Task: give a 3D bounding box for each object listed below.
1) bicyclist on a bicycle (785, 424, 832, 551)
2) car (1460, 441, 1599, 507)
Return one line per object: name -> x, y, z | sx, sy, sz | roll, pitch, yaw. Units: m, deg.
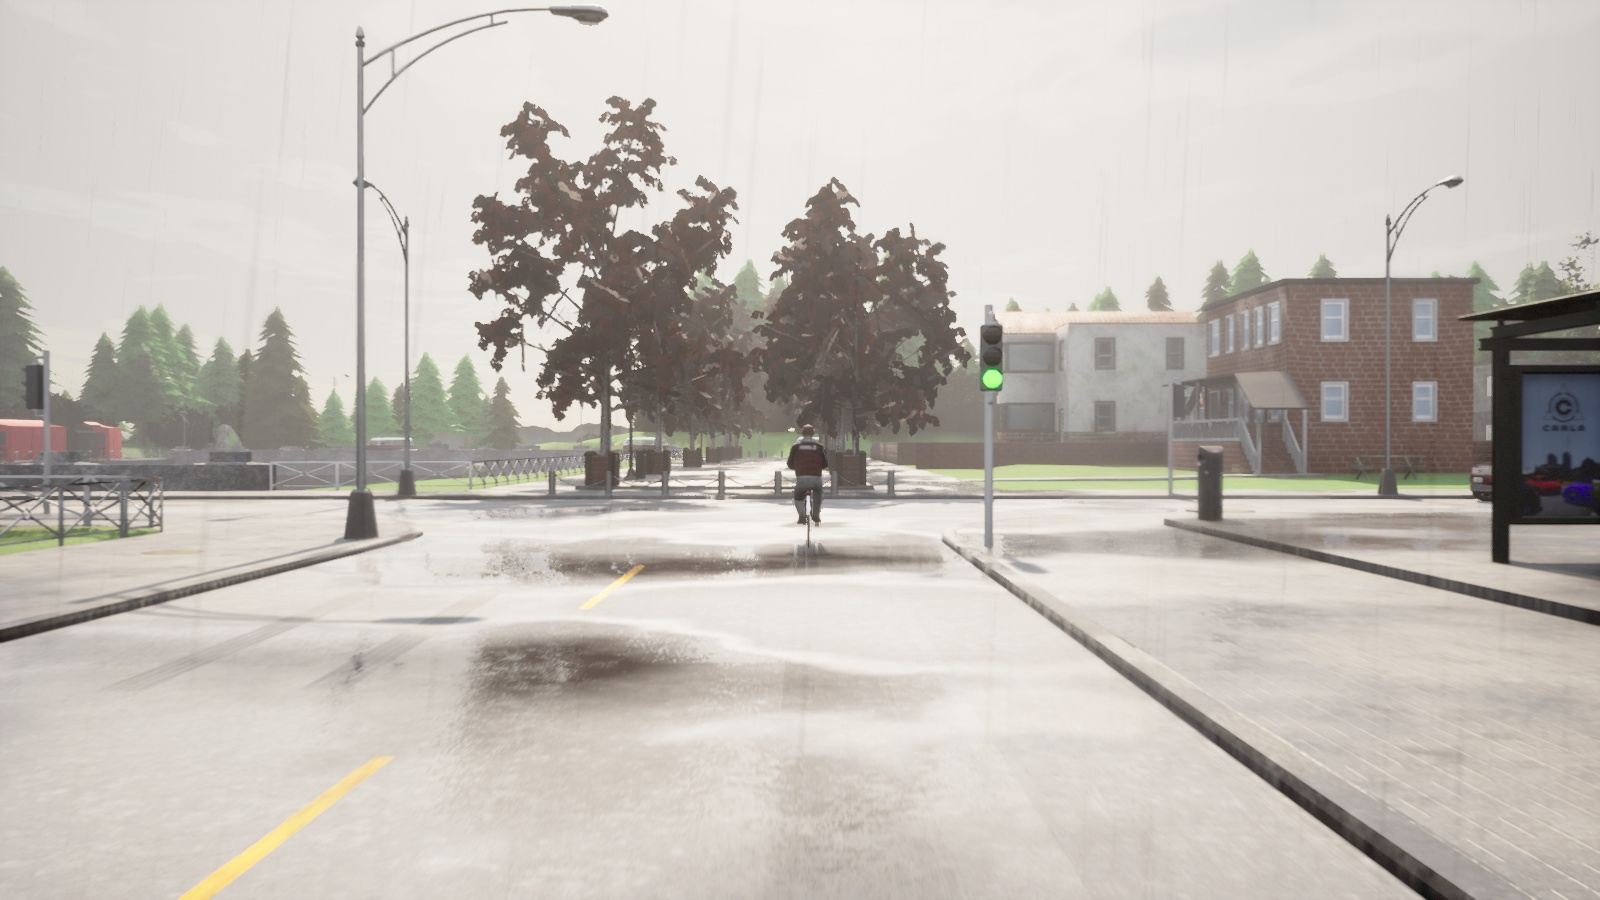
bicyclist on a bicycle -> 0.120, 0.513, 18.423 | 0.659, 1.776, 1.843 | 0, 1, 0
car -> 18.411, 0.567, 30.611 | 3.705, 1.549, 1.789 | 0, 0, 0
